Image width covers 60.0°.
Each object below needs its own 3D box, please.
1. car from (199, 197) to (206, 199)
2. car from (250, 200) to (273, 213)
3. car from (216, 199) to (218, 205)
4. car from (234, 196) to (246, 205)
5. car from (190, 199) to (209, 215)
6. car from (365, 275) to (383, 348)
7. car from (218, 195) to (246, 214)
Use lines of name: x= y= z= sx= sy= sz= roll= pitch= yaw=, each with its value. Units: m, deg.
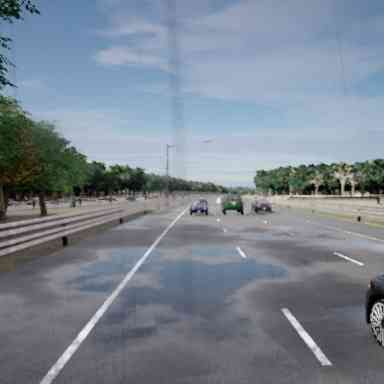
car: x=1.936 y=1.665 z=60.769 sx=1.812 sy=1.442 sz=4.674 roll=0 pitch=0 yaw=4
car: x=7.890 y=1.615 z=38.066 sx=1.812 sy=1.442 sz=4.674 roll=0 pitch=0 yaw=2
car: x=5.479 y=1.670 z=61.356 sx=1.812 sy=1.442 sz=4.674 roll=0 pitch=0 yaw=4
car: x=8.978 y=1.629 z=62.633 sx=1.882 sy=1.535 sz=5.008 roll=0 pitch=0 yaw=4
car: x=0.770 y=1.680 z=35.331 sx=1.895 sy=1.301 sz=4.718 roll=0 pitch=0 yaw=2
car: x=3.626 y=1.501 z=3.291 sx=2.128 sy=1.511 sz=4.902 roll=0 pitch=0 yaw=0
car: x=4.300 y=1.304 z=36.138 sx=2.150 sy=2.045 sz=5.566 roll=0 pitch=0 yaw=2
